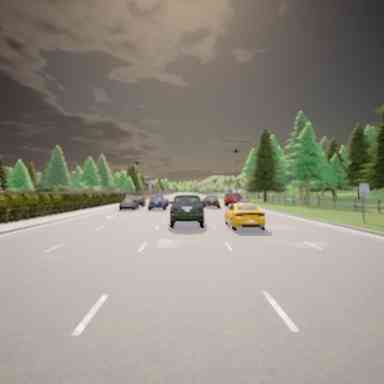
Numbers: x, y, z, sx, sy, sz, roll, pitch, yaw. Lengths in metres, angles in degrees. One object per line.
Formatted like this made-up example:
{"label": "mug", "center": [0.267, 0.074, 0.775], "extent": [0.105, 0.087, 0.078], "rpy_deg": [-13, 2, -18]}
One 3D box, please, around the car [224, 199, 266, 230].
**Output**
{"label": "car", "center": [3.198, 1.435, 20.707], "extent": [1.882, 1.535, 5.008], "rpy_deg": [0, 0, -1]}

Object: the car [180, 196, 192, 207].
{"label": "car", "center": [-0.930, 1.424, 51.416], "extent": [1.837, 1.490, 4.892], "rpy_deg": [0, 0, -1]}

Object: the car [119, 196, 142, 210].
{"label": "car", "center": [-7.724, 1.518, 41.079], "extent": [1.994, 1.385, 4.181], "rpy_deg": [0, 0, -1]}

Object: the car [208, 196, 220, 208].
{"label": "car", "center": [2.630, 1.269, 46.113], "extent": [2.097, 1.767, 4.553], "rpy_deg": [0, 0, -1]}

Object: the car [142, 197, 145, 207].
{"label": "car", "center": [-8.001, 1.445, 49.972], "extent": [1.837, 1.490, 4.892], "rpy_deg": [0, 0, -1]}

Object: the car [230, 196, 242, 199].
{"label": "car", "center": [6.204, 1.482, 40.059], "extent": [1.994, 1.385, 4.181], "rpy_deg": [0, 0, -1]}

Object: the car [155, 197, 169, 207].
{"label": "car", "center": [-4.509, 1.456, 50.332], "extent": [1.812, 1.442, 4.674], "rpy_deg": [0, 0, -1]}

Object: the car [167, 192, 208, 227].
{"label": "car", "center": [-0.340, 1.187, 22.569], "extent": [2.150, 2.045, 5.566], "rpy_deg": [0, 0, -1]}

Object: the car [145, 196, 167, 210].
{"label": "car", "center": [-4.230, 1.296, 41.423], "extent": [2.097, 1.767, 4.553], "rpy_deg": [0, 0, -1]}

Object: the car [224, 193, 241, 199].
{"label": "car", "center": [6.015, 1.125, 49.257], "extent": [2.150, 2.045, 5.566], "rpy_deg": [0, 0, -1]}
